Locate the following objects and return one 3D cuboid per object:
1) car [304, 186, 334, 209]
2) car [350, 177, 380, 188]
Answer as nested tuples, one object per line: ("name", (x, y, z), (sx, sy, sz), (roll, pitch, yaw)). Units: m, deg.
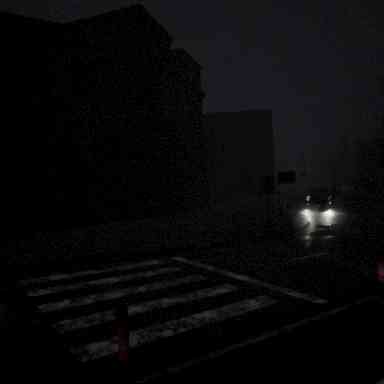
("car", (10.559, 0.329, 27.830), (2.097, 1.767, 4.553), (-3, 3, 20))
("car", (25.435, -1.453, 49.076), (1.882, 1.535, 5.008), (-4, 3, -7))
